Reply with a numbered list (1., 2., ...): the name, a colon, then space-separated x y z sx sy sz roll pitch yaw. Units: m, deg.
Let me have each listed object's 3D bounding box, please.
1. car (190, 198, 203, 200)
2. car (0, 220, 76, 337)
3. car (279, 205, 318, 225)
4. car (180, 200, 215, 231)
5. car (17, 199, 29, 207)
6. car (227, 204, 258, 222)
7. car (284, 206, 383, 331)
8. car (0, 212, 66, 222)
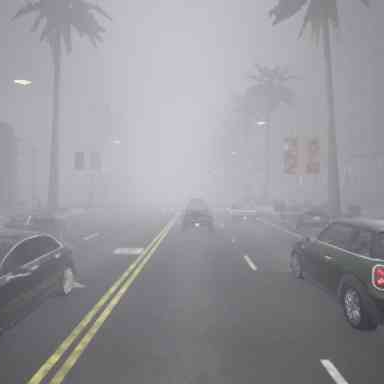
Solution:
1. car: 0.452 1.336 33.305 2.097 1.767 4.553 0 0 1
2. car: -3.559 1.502 5.752 1.837 1.490 4.892 0 0 0
3. car: 6.908 1.502 20.759 2.161 1.482 4.786 0 0 0
4. car: 0.312 1.497 20.300 1.837 1.490 4.892 0 1 1
5. car: -28.304 1.523 51.419 5.357 1.411 2.033 0 0 1
6. car: 3.879 1.587 26.462 1.895 1.301 4.718 0 0 1
7. car: 3.662 1.348 7.027 2.097 1.767 4.553 0 0 1
8. car: -6.964 1.541 13.892 2.033 1.411 5.357 0 0 1
